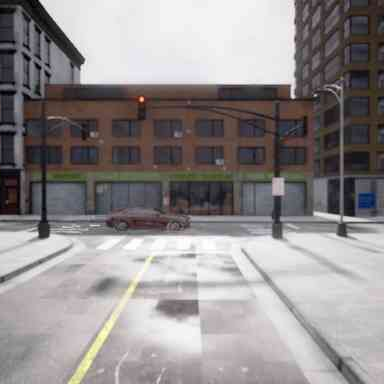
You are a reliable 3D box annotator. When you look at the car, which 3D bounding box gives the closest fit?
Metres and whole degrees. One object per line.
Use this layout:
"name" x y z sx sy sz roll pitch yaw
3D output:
"car" -2.429 1.492 18.496 4.674 1.442 1.812 0 0 0
